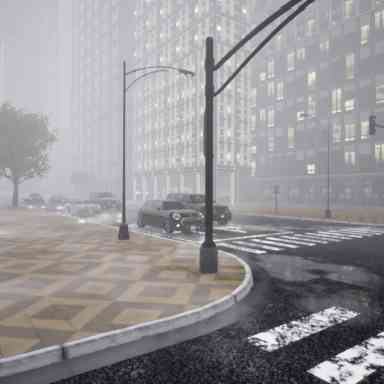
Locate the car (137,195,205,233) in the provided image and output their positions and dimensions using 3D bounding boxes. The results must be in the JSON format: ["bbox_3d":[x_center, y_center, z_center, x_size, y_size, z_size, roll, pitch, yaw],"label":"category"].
[{"bbox_3d":[-1.255,1.216,18.646,2.097,1.767,4.553,0,0,-37],"label":"car"}]

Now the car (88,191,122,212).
[{"bbox_3d":[-9.300,0.946,34.937,2.150,2.045,5.566,0,1,-37],"label":"car"}]

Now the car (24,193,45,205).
[{"bbox_3d":[-22.485,0.916,47.410,2.097,1.767,4.553,0,0,-37],"label":"car"}]

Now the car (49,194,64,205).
[{"bbox_3d":[-19.859,1.104,49.324,2.128,1.511,4.902,0,0,-37],"label":"car"}]

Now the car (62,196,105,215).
[{"bbox_3d":[-10.002,1.346,30.426,1.895,1.301,4.718,0,0,-37],"label":"car"}]

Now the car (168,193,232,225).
[{"bbox_3d":[0.187,1.085,22.155,2.150,2.045,5.566,0,0,-37],"label":"car"}]
